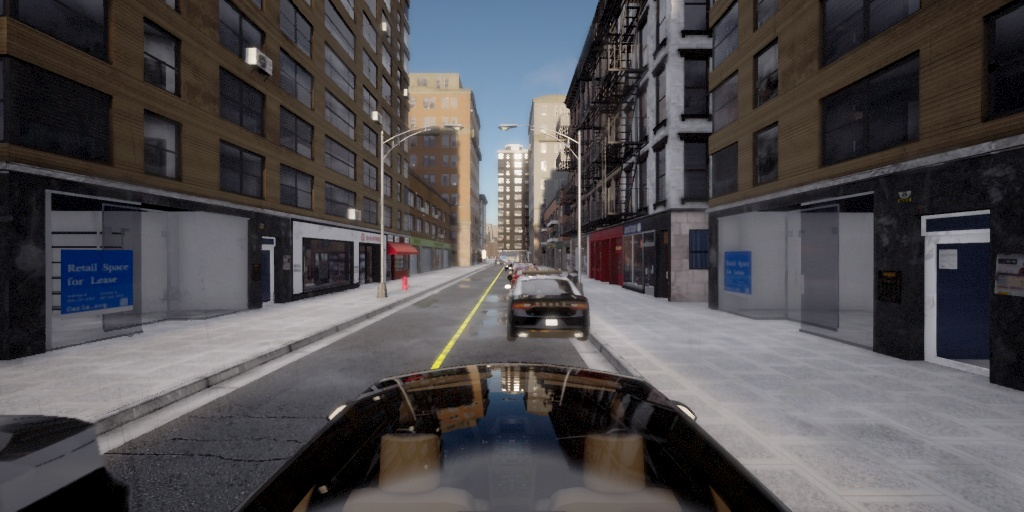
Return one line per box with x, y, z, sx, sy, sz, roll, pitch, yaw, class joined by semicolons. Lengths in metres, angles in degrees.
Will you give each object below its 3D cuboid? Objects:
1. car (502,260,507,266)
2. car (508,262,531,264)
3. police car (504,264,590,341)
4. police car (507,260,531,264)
0.005;1.349;47.852;1.895;1.301;4.718;0;0;1;car
0.810;1.275;19.912;1.812;1.442;4.674;0;0;0;car
0.819;1.176;10.022;1.930;1.638;5.238;0;0;0;police car
0.805;1.173;26.022;1.930;1.638;5.238;0;0;0;police car
